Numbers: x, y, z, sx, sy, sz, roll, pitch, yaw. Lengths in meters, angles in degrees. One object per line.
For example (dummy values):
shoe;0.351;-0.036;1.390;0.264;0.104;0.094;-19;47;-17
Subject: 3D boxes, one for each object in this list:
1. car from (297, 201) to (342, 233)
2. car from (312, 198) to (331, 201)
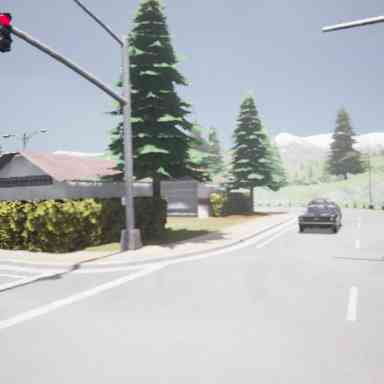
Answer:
car;7.082;1.385;18.262;1.895;1.301;4.718;-2;0;28
car;11.058;1.230;28.335;1.994;1.385;4.181;-2;0;7
